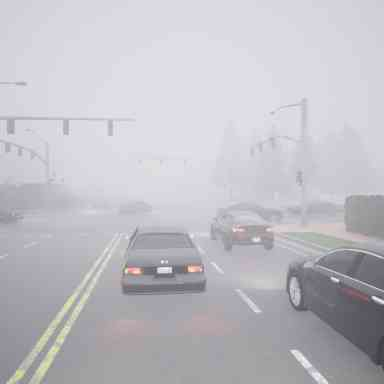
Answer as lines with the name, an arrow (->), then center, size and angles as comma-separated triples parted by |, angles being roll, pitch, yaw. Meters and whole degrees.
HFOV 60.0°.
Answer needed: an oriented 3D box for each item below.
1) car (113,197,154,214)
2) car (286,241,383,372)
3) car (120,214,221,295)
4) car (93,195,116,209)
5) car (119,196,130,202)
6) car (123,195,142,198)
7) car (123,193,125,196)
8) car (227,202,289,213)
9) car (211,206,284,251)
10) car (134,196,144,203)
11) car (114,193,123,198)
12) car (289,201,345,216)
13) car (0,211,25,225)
car -> -5.741, 1.564, 34.333 | 1.994, 1.385, 4.181 | 0, 0, 28
car -> 2.983, 1.505, 4.942 | 1.837, 1.490, 4.892 | 0, 0, -5
car -> -0.834, 1.547, 8.876 | 2.033, 1.411, 5.357 | 0, 0, -7
car -> -12.033, 1.491, 44.885 | 2.128, 1.511, 4.902 | 0, 0, -4
car -> -15.038, 1.540, 74.121 | 2.033, 1.411, 5.357 | 0, 0, -6
car -> -9.016, 1.526, 50.276 | 1.812, 1.442, 4.674 | 0, 0, -6
car -> -13.937, 1.220, 63.635 | 2.150, 2.045, 5.566 | 0, 0, -6
car -> 4.246, 1.477, 24.607 | 5.008, 1.535, 1.882 | 0, 0, -5
car -> 2.010, 1.526, 14.137 | 1.812, 1.442, 4.674 | 0, 0, -7
car -> -11.024, 1.524, 69.598 | 1.812, 1.442, 4.674 | 0, 0, -6
car -> -12.939, 1.352, 54.044 | 2.097, 1.767, 4.553 | 0, 0, -6
car -> 12.072, 1.547, 32.487 | 5.357, 1.411, 2.033 | 0, 0, -5
car -> -14.283, 1.601, 23.059 | 4.718, 1.301, 1.895 | 0, 0, -5
